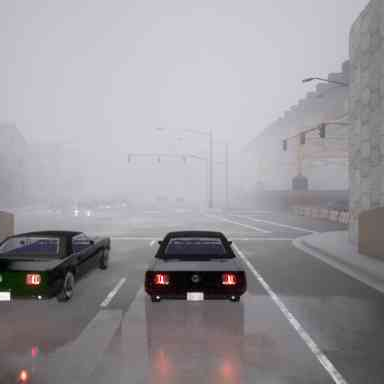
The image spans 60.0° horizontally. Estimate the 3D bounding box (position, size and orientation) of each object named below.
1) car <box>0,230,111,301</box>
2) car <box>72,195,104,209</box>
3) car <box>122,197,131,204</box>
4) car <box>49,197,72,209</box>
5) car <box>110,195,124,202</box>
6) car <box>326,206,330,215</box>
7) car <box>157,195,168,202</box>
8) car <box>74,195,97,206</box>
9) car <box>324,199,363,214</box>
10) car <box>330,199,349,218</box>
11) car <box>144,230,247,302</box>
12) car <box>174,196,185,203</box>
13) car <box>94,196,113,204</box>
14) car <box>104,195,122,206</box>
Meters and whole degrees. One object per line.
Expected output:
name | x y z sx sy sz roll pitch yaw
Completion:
car | -3.422 1.600 8.242 1.895 1.301 4.718 0 0 0
car | -13.855 1.474 44.703 1.882 1.535 5.008 0 0 2
car | -13.278 1.596 64.831 1.895 1.301 4.718 0 0 2
car | -17.360 1.488 44.502 2.128 1.511 4.902 0 0 2
car | -16.519 1.472 73.730 1.882 1.535 5.008 0 0 1
car | 14.056 1.450 30.754 4.974 1.542 2.038 0 0 -45
car | -6.127 1.362 69.392 1.994 1.385 4.181 0 0 1
car | -17.120 1.348 53.702 2.097 1.767 4.553 0 0 2
car | 14.093 1.293 30.790 4.536 1.218 1.853 0 0 -45
car | 13.949 1.451 26.147 2.038 1.542 4.974 0 0 -35
car | 0.078 1.600 8.232 1.895 1.301 4.718 0 0 0
car | -2.628 1.559 69.303 1.994 1.385 4.181 0 0 1
car | -16.828 1.543 63.282 2.033 1.411 5.357 0 0 2
car | -13.596 1.543 54.527 2.033 1.411 5.357 0 0 2
